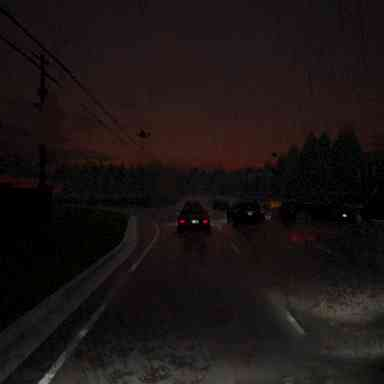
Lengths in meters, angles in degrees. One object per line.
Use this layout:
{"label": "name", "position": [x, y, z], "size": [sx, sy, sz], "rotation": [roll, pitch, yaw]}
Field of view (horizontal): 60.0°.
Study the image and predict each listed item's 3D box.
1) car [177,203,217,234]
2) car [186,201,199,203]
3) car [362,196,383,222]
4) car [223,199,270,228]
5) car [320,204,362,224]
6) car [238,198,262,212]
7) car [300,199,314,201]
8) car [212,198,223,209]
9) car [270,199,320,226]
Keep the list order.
{"label": "car", "position": [0.103, 1.584, 19.575], "size": [2.033, 1.411, 5.357], "rotation": [0, 0, 0]}
{"label": "car", "position": [0.105, 1.679, 39.420], "size": [1.895, 1.301, 4.718], "rotation": [0, 0, 0]}
{"label": "car", "position": [14.102, 1.270, 23.360], "size": [2.150, 2.045, 5.566], "rotation": [0, 0, 0]}
{"label": "car", "position": [3.604, 1.394, 22.811], "size": [2.097, 1.767, 4.553], "rotation": [0, 0, 0]}
{"label": "car", "position": [10.604, 1.614, 25.112], "size": [1.994, 1.385, 4.181], "rotation": [0, 0, 0]}
{"label": "car", "position": [7.105, 1.574, 41.460], "size": [2.128, 1.511, 4.902], "rotation": [0, 0, 0]}
{"label": "car", "position": [14.105, 1.574, 41.451], "size": [2.128, 1.511, 4.902], "rotation": [0, 0, 0]}
{"label": "car", "position": [3.606, 1.563, 43.024], "size": [1.882, 1.535, 5.008], "rotation": [0, 0, 0]}
{"label": "car", "position": [7.104, 1.539, 24.084], "size": [2.128, 1.511, 4.902], "rotation": [0, 0, 0]}
